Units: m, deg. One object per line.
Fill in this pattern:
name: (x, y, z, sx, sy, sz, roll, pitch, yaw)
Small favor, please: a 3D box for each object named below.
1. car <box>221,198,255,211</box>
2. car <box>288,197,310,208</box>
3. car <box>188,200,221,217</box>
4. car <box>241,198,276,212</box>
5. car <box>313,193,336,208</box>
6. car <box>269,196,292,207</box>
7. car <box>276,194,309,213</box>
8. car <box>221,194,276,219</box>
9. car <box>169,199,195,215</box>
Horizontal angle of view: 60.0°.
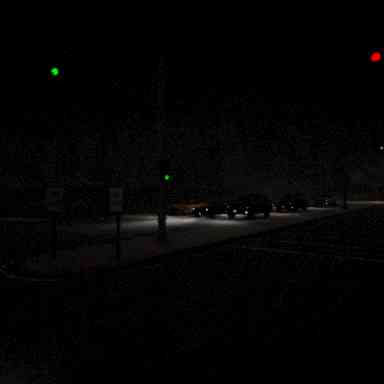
car: (5.978, 1.563, 42.560, 2.033, 1.411, 5.357, 0, 0, 36)
car: (16.496, 1.540, 51.033, 1.812, 1.442, 4.674, 0, 0, 36)
car: (1.986, 1.614, 31.159, 1.895, 1.301, 4.718, 0, 0, 36)
car: (7.931, 1.505, 39.309, 2.128, 1.511, 4.902, 0, 0, 36)
car: (19.909, 1.236, 49.757, 2.150, 2.045, 5.566, 0, 0, 36)
car: (14.434, 1.494, 54.111, 1.882, 1.535, 5.008, 0, 0, 36)
car: (11.493, 1.229, 38.261, 2.150, 2.045, 5.566, 0, 0, 36)
car: (5.146, 1.233, 29.556, 2.150, 2.045, 5.566, 0, 0, 36)
car: (-0.291, 1.493, 33.967, 1.882, 1.535, 5.008, 0, 0, 36)
